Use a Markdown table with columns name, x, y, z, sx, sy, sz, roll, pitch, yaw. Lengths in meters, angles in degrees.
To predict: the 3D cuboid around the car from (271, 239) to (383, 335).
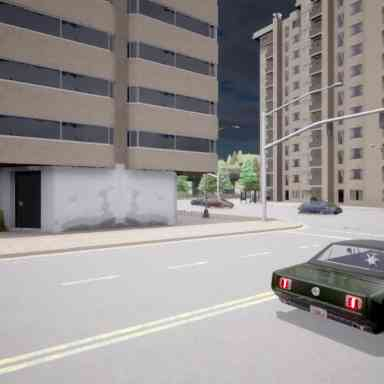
| name | x | y | z | sx | sy | sz | roll | pitch | yaw |
| --- | --- | --- | --- | --- | --- | --- | --- | --- | --- |
| car | 3.814 | 1.601 | 6.494 | 4.718 | 1.301 | 1.895 | 0 | 0 | -35 |

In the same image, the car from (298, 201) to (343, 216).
| name | x | y | z | sx | sy | sz | roll | pitch | yaw |
| --- | --- | --- | --- | --- | --- | --- | --- | --- | --- |
| car | 12.577 | 1.564 | 32.820 | 1.994 | 1.385 | 4.181 | 0 | 0 | -36 |

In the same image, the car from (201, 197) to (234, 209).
| name | x | y | z | sx | sy | sz | roll | pitch | yaw |
| --- | --- | --- | --- | --- | --- | --- | --- | --- | --- |
| car | 3.707 | 1.525 | 45.077 | 1.812 | 1.442 | 4.674 | 0 | 0 | -36 |

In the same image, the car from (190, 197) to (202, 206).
| name | x | y | z | sx | sy | sz | roll | pitch | yaw |
| --- | --- | --- | --- | --- | --- | --- | --- | --- | --- |
| car | 1.533 | 1.564 | 54.350 | 1.994 | 1.385 | 4.181 | 0 | 0 | -36 |

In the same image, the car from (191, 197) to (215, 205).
| name | x | y | z | sx | sy | sz | roll | pitch | yaw |
| --- | --- | --- | --- | --- | --- | --- | --- | --- | --- |
| car | 1.882 | 1.601 | 59.900 | 1.895 | 1.301 | 4.718 | 0 | 0 | -35 |
